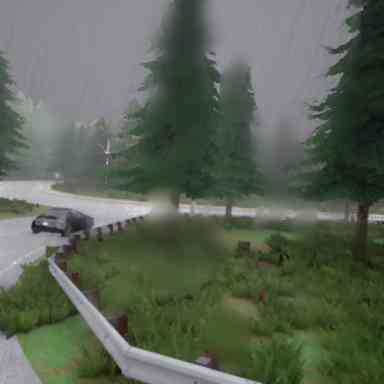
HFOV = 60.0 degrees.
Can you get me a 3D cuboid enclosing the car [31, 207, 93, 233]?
[{"bbox_3d":[-7.297,1.594,19.180,1.994,1.385,4.181,5,1,8],"label":"car"}]
